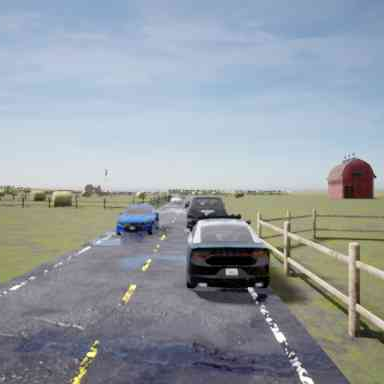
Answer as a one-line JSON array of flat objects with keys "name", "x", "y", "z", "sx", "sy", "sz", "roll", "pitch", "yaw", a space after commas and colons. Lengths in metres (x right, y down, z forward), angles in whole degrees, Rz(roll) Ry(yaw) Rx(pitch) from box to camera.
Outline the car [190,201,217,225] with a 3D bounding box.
[{"name": "car", "x": 0.766, "y": 1.497, "z": 25.230, "sx": 1.837, "sy": 1.490, "sz": 4.892, "roll": 0, "pitch": 0, "yaw": 0}]

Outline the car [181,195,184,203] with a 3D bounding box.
[{"name": "car", "x": -0.077, "y": 1.531, "z": 46.080, "sx": 2.033, "sy": 1.411, "sz": 5.357, "roll": 0, "pitch": 0, "yaw": 0}]

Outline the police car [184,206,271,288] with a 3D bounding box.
[{"name": "police car", "x": 0.802, "y": 1.422, "z": 9.340, "sx": 1.930, "sy": 1.638, "sz": 5.238, "roll": 0, "pitch": 0, "yaw": 0}]

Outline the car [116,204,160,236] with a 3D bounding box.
[{"name": "car", "x": -2.893, "y": 1.472, "z": 18.572, "sx": 1.882, "sy": 1.535, "sz": 5.008, "roll": 0, "pitch": 0, "yaw": 0}]

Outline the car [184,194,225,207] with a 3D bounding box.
[{"name": "car", "x": 0.779, "y": 1.218, "z": 19.259, "sx": 2.150, "sy": 2.045, "sz": 5.566, "roll": 0, "pitch": 0, "yaw": 0}]

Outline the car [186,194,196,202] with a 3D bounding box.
[{"name": "car", "x": -0.163, "y": 1.243, "z": 71.673, "sx": 2.097, "sy": 1.767, "sz": 4.553, "roll": 0, "pitch": 0, "yaw": 0}]

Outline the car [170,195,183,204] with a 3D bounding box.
[{"name": "car", "x": -2.951, "y": 1.500, "z": 61.820, "sx": 1.812, "sy": 1.442, "sz": 4.674, "roll": 0, "pitch": 0, "yaw": 0}]
